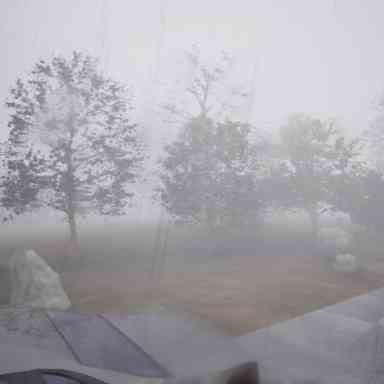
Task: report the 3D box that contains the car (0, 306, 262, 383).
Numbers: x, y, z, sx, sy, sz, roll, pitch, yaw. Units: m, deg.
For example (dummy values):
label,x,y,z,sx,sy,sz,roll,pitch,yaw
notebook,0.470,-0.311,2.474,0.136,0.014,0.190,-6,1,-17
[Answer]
label,x,y,z,sx,sy,sz,roll,pitch,yaw
car,-1.908,1.544,1.712,5.357,1.411,2.033,0,0,-36
